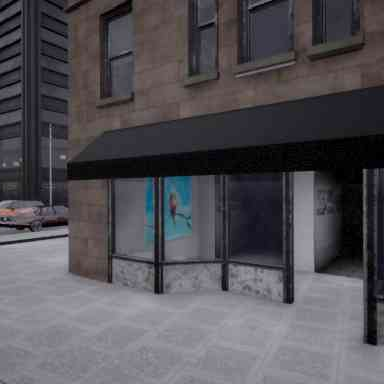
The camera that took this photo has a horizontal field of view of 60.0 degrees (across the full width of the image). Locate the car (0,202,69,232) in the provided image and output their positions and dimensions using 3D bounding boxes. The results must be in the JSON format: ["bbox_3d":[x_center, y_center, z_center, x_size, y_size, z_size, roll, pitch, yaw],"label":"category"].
[{"bbox_3d":[-8.451,1.491,19.765,2.033,1.411,5.357,0,0,35],"label":"car"}]

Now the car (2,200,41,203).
[{"bbox_3d":[-11.369,1.311,21.013,2.097,1.767,4.553,0,0,35],"label":"car"}]
